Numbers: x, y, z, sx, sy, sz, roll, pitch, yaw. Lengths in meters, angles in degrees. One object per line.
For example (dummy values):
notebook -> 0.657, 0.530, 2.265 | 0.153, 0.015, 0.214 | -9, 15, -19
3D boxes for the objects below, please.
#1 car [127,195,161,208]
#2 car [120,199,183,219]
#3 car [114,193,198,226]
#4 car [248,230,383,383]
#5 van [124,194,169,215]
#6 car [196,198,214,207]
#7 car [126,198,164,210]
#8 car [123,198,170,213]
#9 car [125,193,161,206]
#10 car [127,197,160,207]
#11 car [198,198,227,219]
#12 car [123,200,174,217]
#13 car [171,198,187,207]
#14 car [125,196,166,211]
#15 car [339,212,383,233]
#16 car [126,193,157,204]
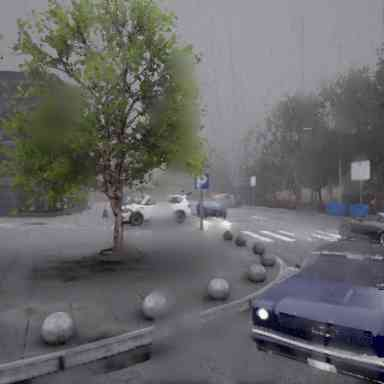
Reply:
car -> -7.321, 1.398, 50.725 | 4.553, 1.767, 2.185 | -1, 0, -30
car -> -3.605, 1.499, 30.091 | 5.366, 1.575, 1.946 | -1, 0, -30
car -> -2.745, 1.249, 24.057 | 5.566, 2.045, 2.435 | -1, 0, -30
car -> 2.706, 1.606, 5.472 | 1.895, 1.301, 4.718 | 0, 0, 35
van -> -4.901, 1.285, 35.854 | 4.442, 1.987, 1.878 | -1, 0, -30
car -> 1.979, 1.613, 52.227 | 1.994, 1.385, 4.181 | 0, 0, -10
car -> -6.336, 1.557, 44.796 | 4.674, 1.452, 2.002 | -1, 0, -30
car -> -5.305, 1.511, 38.874 | 5.008, 1.535, 2.097 | -1, 0, -30
car -> -8.345, 1.283, 56.652 | 5.566, 2.045, 2.435 | -1, 0, -30
car -> -7.837, 1.558, 53.695 | 4.792, 1.488, 2.163 | -1, 0, -30
car -> 1.661, 1.501, 29.627 | 1.882, 1.535, 5.008 | 0, 0, -10
car -> -4.289, 1.547, 32.958 | 4.674, 1.452, 2.002 | -1, 0, -30
car -> -2.084, 1.610, 51.660 | 1.994, 1.385, 4.181 | 0, 0, -10
car -> -5.857, 1.389, 41.826 | 4.553, 1.767, 2.185 | -1, 0, -30
car -> 8.381, 1.580, 14.693 | 1.994, 1.385, 4.181 | 0, 0, -8
car -> -9.879, 1.306, 65.537 | 5.566, 2.045, 2.435 | -1, 0, -30
